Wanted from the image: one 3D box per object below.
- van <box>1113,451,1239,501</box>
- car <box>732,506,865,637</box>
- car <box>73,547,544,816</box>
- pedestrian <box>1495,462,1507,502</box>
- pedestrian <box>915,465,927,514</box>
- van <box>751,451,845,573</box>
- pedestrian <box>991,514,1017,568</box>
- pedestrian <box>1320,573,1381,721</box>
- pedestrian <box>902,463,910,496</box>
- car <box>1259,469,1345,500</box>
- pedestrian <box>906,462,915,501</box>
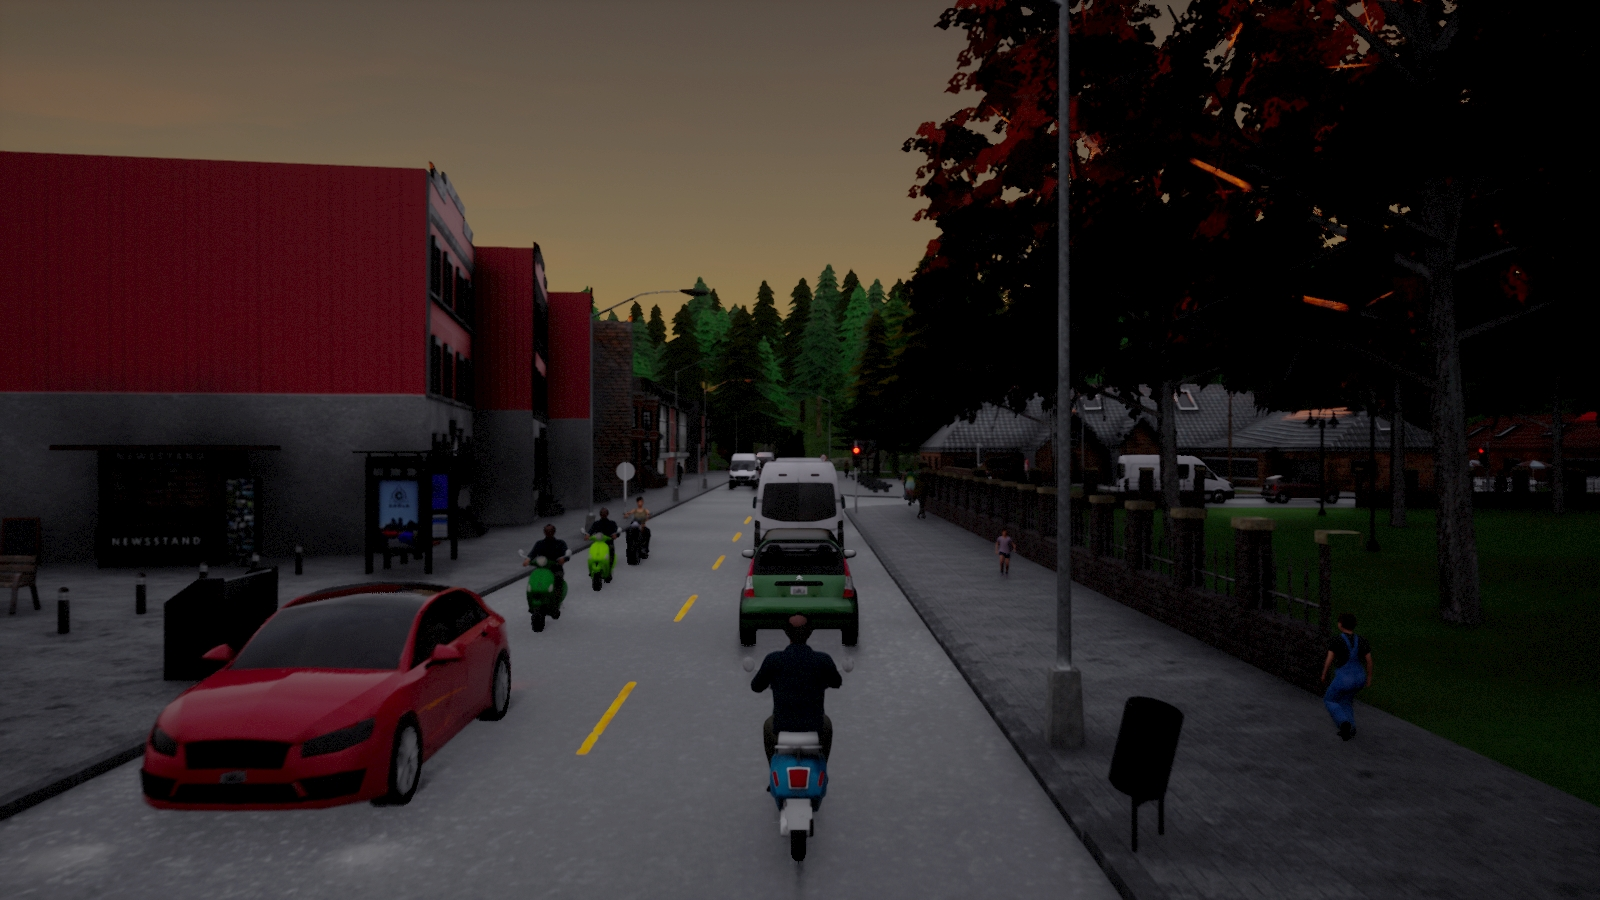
[{"bbox_3d":[19.598,1.314,59.673,5.915,2.561,1.988,0,0,1],"label":"van"},{"bbox_3d":[-0.020,1.779,17.847,1.851,1.617,3.988,0,0,0],"label":"car"},{"bbox_3d":[-4.020,1.841,10.514,2.231,1.480,4.892,0,0,0],"label":"car"},{"bbox_3d":[33.474,1.524,54.560,0.375,1.860,0.375,0,0,-3],"label":"pedestrian"},{"bbox_3d":[4.662,1.525,43.978,0.375,1.860,0.375,0,0,-14],"label":"pedestrian"},{"bbox_3d":[-0.039,1.314,27.092,1.988,2.561,5.915,0,0,0],"label":"van"},{"bbox_3d":[4.280,1.904,23.972,0.500,1.100,0.500,0,0,7],"label":"pedestrian"},{"bbox_3d":[5.089,1.805,10.569,0.375,1.300,0.375,0,0,-4],"label":"pedestrian"},{"bbox_3d":[5.874,1.628,63.173,0.375,1.860,0.375,0,0,13],"label":"pedestrian"},{"bbox_3d":[26.135,1.805,59.608,3.705,1.549,1.789,0,0,0],"label":"car"},{"bbox_3d":[5.346,1.522,55.145,0.375,1.860,0.375,0,0,17],"label":"pedestrian"}]
